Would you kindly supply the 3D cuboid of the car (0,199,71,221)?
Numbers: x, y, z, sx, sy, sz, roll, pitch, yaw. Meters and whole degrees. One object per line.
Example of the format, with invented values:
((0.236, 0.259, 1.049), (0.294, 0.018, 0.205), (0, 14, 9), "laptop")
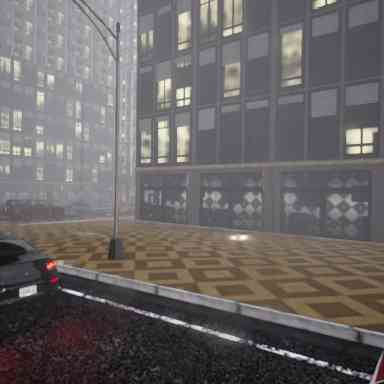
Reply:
((-13.781, 1.530, 29.228), (2.192, 1.841, 5.009), (1, 0, 36), "car")

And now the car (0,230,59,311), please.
((-4.674, 1.525, 7.001), (4.674, 1.442, 1.812), (0, 0, 35), "car")

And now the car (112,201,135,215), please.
((-6.995, 1.840, 38.449), (1.752, 1.417, 4.829), (1, 0, 36), "car")

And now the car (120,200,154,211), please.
((-7.782, 1.882, 47.120), (1.895, 1.301, 4.718), (1, 0, 36), "car")

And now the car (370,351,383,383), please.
((3.218, 1.352, 1.393), (4.553, 1.767, 2.097), (0, 0, 35), "car")

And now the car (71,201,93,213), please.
((-13.735, 1.757, 39.037), (1.994, 1.385, 4.181), (1, 0, 37), "car")

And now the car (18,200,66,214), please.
((-17.290, 1.656, 38.599), (1.752, 1.417, 4.829), (1, 0, 36), "car")
